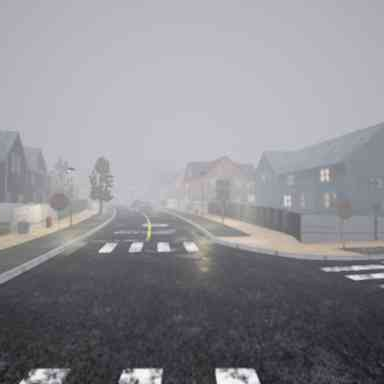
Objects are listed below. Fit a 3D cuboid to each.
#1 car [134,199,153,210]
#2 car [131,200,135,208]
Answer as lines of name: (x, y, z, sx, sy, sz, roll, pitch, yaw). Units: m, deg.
car: (-7.312, 2.090, 51.772, 2.033, 1.411, 5.357, 0, -1, -16)
car: (-10.253, 2.147, 61.832, 1.882, 1.535, 5.008, 0, -1, -17)
